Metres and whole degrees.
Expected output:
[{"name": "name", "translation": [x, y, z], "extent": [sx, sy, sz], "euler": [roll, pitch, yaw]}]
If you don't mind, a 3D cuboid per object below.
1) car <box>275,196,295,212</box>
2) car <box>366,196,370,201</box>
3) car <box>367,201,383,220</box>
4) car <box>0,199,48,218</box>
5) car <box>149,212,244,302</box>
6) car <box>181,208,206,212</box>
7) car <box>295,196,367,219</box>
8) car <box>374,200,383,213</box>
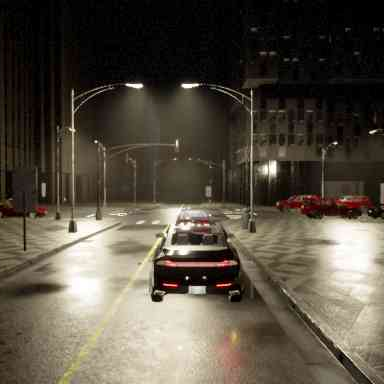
[{"name": "car", "translation": [12.041, 1.322, 37.659], "extent": [5.009, 1.841, 2.192], "euler": [0, 1, 0]}, {"name": "car", "translation": [17.685, 1.350, 37.686], "extent": [5.009, 1.841, 2.192], "euler": [0, 1, 0]}, {"name": "car", "translation": [17.714, 1.739, 29.165], "extent": [4.313, 1.339, 1.947], "euler": [0, 1, 0]}, {"name": "car", "translation": [-14.970, 1.564, 29.009], "extent": [4.507, 1.381, 1.887], "euler": [0, 1, 0]}, {"name": "car", "translation": [0.085, 1.489, 8.213], "extent": [2.128, 1.511, 4.902], "euler": [0, 0, 0]}, {"name": "car", "translation": [0.070, 1.548, 17.923], "extent": [2.033, 1.411, 5.357], "euler": [0, 0, 0]}, {"name": "car", "translation": [12.072, 1.460, 29.135], "extent": [5.009, 1.841, 2.192], "euler": [0, 1, 0]}, {"name": "car", "translation": [23.326, 1.630, 37.716], "extent": [4.313, 1.339, 1.947], "euler": [0, 1, 0]}]
